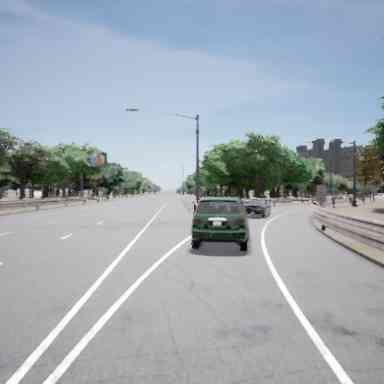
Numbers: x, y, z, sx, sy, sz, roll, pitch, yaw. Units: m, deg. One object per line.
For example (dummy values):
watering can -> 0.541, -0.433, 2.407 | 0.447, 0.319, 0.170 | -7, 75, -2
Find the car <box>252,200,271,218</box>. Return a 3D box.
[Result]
car -> 6.166, 1.541, 30.963 | 1.837, 1.490, 4.892 | 0, 0, 22

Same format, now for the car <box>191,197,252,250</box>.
car -> 1.394, 1.232, 14.556 | 2.150, 2.045, 5.566 | 0, 0, 10

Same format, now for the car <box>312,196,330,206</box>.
car -> 22.036, 1.425, 56.514 | 2.097, 1.767, 4.553 | 0, 0, 40
